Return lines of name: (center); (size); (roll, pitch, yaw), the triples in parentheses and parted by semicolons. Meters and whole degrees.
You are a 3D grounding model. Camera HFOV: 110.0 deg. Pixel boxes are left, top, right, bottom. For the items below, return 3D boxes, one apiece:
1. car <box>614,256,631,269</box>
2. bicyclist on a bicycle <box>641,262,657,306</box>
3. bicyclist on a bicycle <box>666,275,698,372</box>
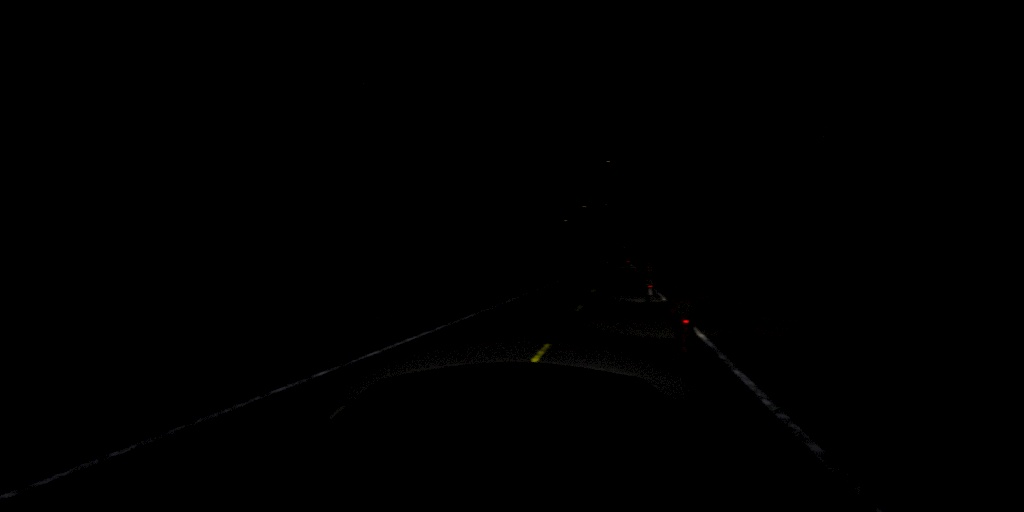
car: (18.300, 1.025, 58.890); (2.150, 2.045, 5.566); (-1, 0, 17)
bicyclist on a bicycle: (5.681, 1.126, 14.865); (0.659, 1.776, 1.843); (-1, 0, 17)
bicyclist on a bicycle: (3.167, 1.186, 6.647); (0.582, 1.620, 1.656); (-1, -1, 17)
